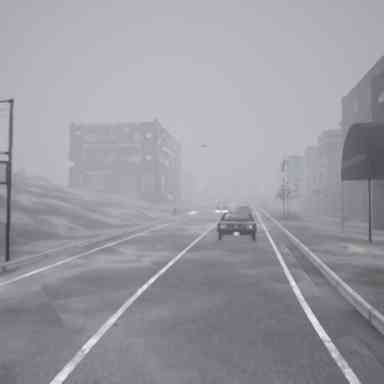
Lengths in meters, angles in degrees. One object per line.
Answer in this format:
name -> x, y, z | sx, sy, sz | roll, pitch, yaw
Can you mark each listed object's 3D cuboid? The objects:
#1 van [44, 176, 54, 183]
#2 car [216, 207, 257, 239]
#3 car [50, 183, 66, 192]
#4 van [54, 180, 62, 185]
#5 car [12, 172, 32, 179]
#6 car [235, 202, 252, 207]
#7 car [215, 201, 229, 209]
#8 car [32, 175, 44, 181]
van -> -27.002, -1.871, 60.000 | 1.878, 1.987, 4.442 | 1, -3, -6
car -> 2.437, 1.688, 17.779 | 1.895, 1.301, 4.718 | 0, -1, 9
car -> -28.493, -0.935, 70.860 | 2.163, 1.488, 4.792 | 1, -4, -8
van -> -27.703, -1.535, 65.484 | 1.878, 1.987, 4.442 | 1, -4, -7
car -> -25.947, -2.223, 48.838 | 2.002, 1.452, 4.674 | 1, -3, -4
car -> 6.095, 1.964, 39.685 | 1.812, 1.442, 4.674 | 0, -1, 10
car -> 4.999, 2.172, 54.878 | 2.128, 1.511, 4.902 | 0, -1, 10
car -> -26.428, -1.929, 54.352 | 2.002, 1.452, 4.674 | 1, -3, -5
